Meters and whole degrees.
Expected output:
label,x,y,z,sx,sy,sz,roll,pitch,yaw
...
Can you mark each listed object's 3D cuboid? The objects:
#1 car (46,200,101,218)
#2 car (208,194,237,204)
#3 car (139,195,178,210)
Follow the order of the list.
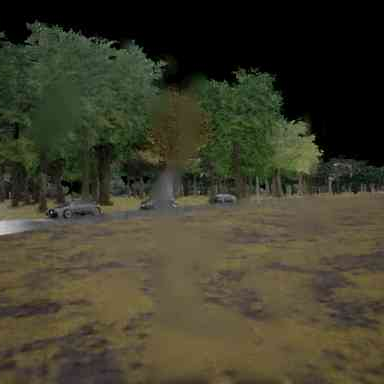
label,x,y,z,sx,sy,sz,roll,pitch,yaw
car,-9.466,1.330,26.745,1.994,1.385,4.181,-3,-1,36
car,4.273,0.947,46.196,2.033,1.411,5.357,-3,-1,35
car,-3.493,1.107,35.223,1.837,1.490,4.892,-3,-1,35
